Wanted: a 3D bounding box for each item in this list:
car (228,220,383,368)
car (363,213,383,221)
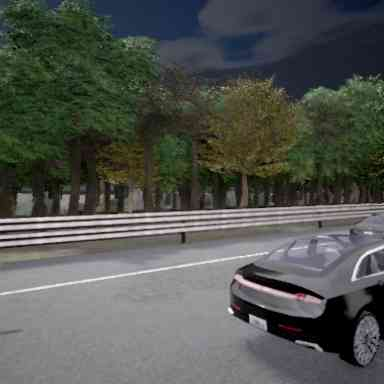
[{"bbox_3d":[2.839,1.495,5.773,4.902,1.511,2.128,0,0,-35],"label":"car"},{"bbox_3d":[8.507,1.571,14.115,4.181,1.385,1.994,0,0,-36],"label":"car"}]
